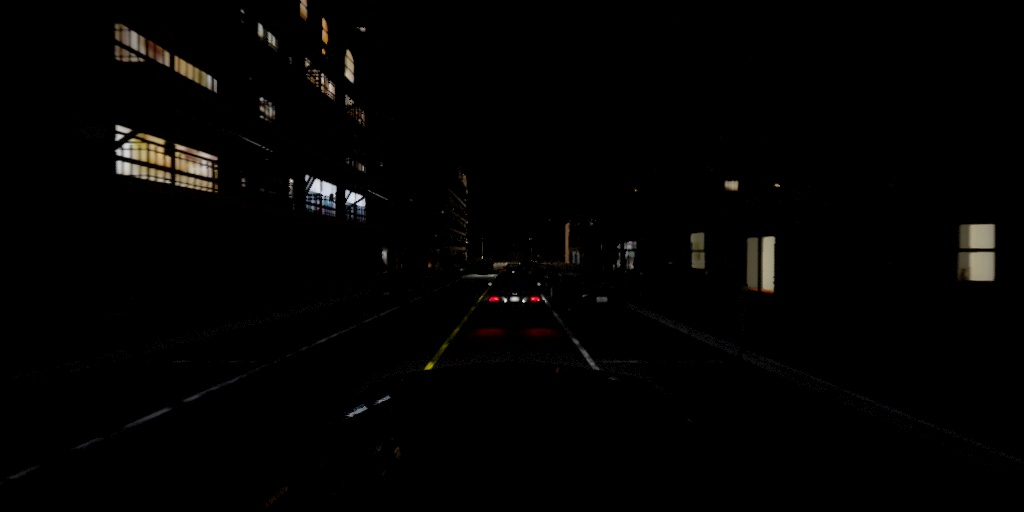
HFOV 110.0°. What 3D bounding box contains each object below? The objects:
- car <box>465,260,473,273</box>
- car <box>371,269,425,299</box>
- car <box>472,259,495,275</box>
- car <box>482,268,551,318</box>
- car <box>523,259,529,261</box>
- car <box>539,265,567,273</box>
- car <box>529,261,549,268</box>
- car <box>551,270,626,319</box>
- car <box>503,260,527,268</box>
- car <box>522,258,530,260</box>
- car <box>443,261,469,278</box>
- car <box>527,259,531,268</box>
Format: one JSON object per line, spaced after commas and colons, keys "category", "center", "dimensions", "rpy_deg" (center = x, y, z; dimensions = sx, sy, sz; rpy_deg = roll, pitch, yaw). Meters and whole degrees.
{"category": "car", "center": [-5.688, 1.388, 41.170], "dimensions": [1.948, 1.339, 4.313], "rpy_deg": [0, 0, 0]}
{"category": "car", "center": [-5.691, 1.346, 18.460], "dimensions": [1.948, 1.339, 4.313], "rpy_deg": [0, 0, 0]}
{"category": "car", "center": [-3.087, 1.300, 41.300], "dimensions": [1.882, 1.535, 5.008], "rpy_deg": [0, 0, 0]}
{"category": "car", "center": [0.088, 1.318, 13.043], "dimensions": [2.033, 1.411, 5.357], "rpy_deg": [0, 0, 0]}
{"category": "car", "center": [2.693, 1.398, 46.818], "dimensions": [1.948, 1.339, 4.313], "rpy_deg": [0, 0, 0]}
{"category": "car", "center": [2.691, 1.331, 18.430], "dimensions": [2.007, 1.370, 4.403], "rpy_deg": [0, 0, 0]}
{"category": "car", "center": [2.692, 1.346, 29.785], "dimensions": [1.888, 1.381, 4.507], "rpy_deg": [0, 0, 0]}
{"category": "car", "center": [2.690, 1.336, 12.753], "dimensions": [1.948, 1.339, 4.313], "rpy_deg": [0, 0, 0]}
{"category": "car", "center": [0.097, 1.371, 33.202], "dimensions": [1.994, 1.385, 4.181], "rpy_deg": [0, 0, 0]}
{"category": "car", "center": [2.695, 1.429, 63.851], "dimensions": [1.948, 1.339, 4.313], "rpy_deg": [0, 0, 0]}
{"category": "car", "center": [-5.689, 1.393, 35.492], "dimensions": [1.802, 1.307, 4.207], "rpy_deg": [0, 0, 0]}
{"category": "car", "center": [2.693, 1.337, 35.633], "dimensions": [1.751, 1.417, 4.829], "rpy_deg": [0, 0, 0]}
